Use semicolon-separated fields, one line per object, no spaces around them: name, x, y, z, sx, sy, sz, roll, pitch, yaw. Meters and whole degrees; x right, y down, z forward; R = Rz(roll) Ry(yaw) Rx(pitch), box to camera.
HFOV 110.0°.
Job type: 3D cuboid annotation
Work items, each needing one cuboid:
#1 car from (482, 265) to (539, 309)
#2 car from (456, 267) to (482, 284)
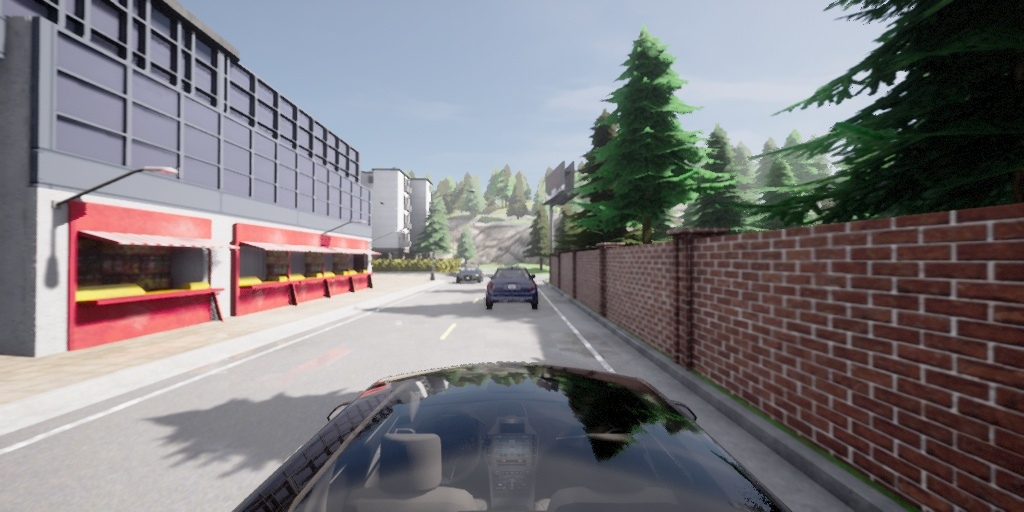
car;0.002;1.233;15.938;2.097;1.767;4.553;0;-1;0
car;-3.509;1.584;30.412;1.994;1.385;4.181;0;-1;0
